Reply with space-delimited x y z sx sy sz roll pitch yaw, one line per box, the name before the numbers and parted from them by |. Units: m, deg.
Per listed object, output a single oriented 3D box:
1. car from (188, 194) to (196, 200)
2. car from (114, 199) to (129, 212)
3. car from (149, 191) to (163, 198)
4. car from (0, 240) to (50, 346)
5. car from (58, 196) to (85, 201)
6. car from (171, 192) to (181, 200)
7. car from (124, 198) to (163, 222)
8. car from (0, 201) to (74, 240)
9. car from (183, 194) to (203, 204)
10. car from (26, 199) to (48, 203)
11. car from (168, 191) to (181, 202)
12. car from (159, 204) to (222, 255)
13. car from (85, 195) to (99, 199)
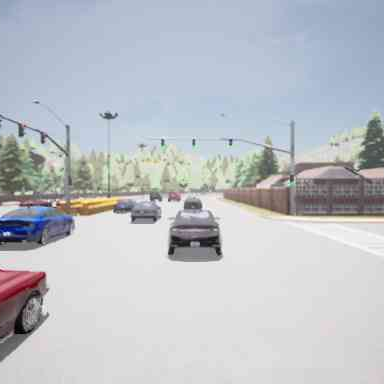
car | 0.000 1.133 76.626 1.812 1.442 4.674 0 0 1
car | -6.901 1.384 35.111 1.994 1.385 4.181 0 0 0
car | -7.000 0.892 64.709 2.150 2.045 5.566 0 0 0
car | -3.401 1.581 3.686 1.895 1.301 4.718 0 0 0
car | -17.500 1.305 47.501 2.033 1.411 5.357 0 0 0
car | -3.500 0.861 75.062 2.097 1.767 4.553 0 0 0
car | -3.400 1.418 25.235 2.033 1.411 5.357 0 0 0
car | -6.900 1.401 14.924 1.882 1.535 5.008 0 0 0
car | 0.100 1.300 34.723 1.882 1.535 5.008 0 0 0
car | -17.564 1.409 37.535 1.895 1.301 4.718 0 0 0
car | -3.500 0.892 64.702 2.150 2.045 5.566 0 0 0
car | 0.100 1.425 12.995 2.128 1.511 4.902 0 0 0
car | -17.500 1.231 57.825 1.812 1.442 4.674 0 0 0
